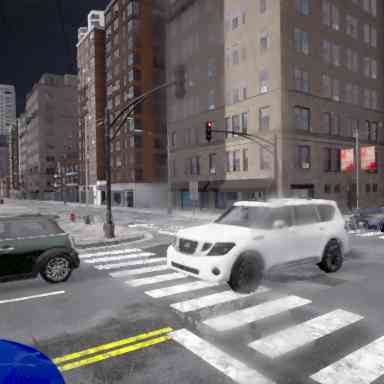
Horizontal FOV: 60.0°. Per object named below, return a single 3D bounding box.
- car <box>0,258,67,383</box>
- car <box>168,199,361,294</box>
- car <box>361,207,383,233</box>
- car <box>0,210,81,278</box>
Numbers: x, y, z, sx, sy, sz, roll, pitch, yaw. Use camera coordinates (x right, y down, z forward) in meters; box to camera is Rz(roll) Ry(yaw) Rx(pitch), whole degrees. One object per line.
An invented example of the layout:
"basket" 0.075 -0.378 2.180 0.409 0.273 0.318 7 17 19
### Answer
"car" -3.077 1.478 1.253 5.008 1.535 1.882 0 0 -35
"car" 2.051 1.220 9.136 5.566 2.045 2.150 0 0 -35
"car" 10.993 1.565 19.500 4.181 1.385 1.994 0 0 -35
"car" -5.173 1.351 7.980 4.553 1.767 2.097 0 0 -35
